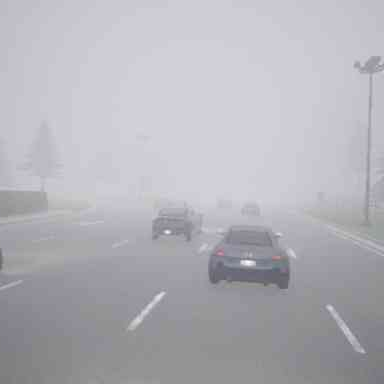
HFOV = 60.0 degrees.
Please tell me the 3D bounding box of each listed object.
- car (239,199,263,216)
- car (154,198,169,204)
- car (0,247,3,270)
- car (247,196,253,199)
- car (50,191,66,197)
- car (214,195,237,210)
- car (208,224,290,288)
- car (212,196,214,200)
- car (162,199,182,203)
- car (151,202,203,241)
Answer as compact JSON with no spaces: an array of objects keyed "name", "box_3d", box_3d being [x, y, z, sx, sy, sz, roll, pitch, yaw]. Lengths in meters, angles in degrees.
[{"name":"car","box_3d":[6.346,1.771,36.089,1.994,1.385,4.181,2,0,10]},{"name":"car","box_3d":[-3.347,1.477,41.531,2.033,1.411,5.357,2,0,10]},{"name":"car","box_3d":[-6.005,1.182,6.512,2.097,1.767,4.553,2,0,10]},{"name":"car","box_3d":[15.187,2.019,86.433,1.812,1.442,4.674,2,0,10]},{"name":"car","box_3d":[-34.607,0.648,86.854,1.895,1.301,4.718,2,0,-40]},{"name":"car","box_3d":[4.760,1.660,47.149,2.128,1.511,4.902,2,0,10]},{"name":"car","box_3d":[1.647,1.618,9.632,1.994,1.385,4.181,2,0,10]},{"name":"car","box_3d":[6.567,1.780,77.913,2.033,1.411,5.357,2,0,10]},{"name":"car","box_3d":[-1.225,1.586,33.476,1.895,1.301,4.718,2,0,10]},{"name":"car","box_3d":[-0.633,1.497,16.782,1.837,1.490,4.892,2,0,10]}]
